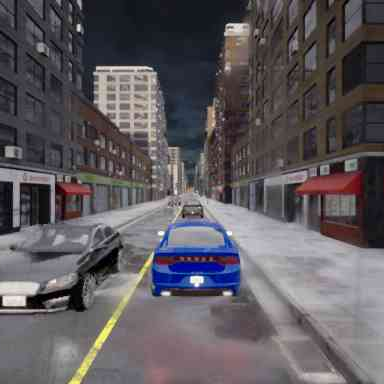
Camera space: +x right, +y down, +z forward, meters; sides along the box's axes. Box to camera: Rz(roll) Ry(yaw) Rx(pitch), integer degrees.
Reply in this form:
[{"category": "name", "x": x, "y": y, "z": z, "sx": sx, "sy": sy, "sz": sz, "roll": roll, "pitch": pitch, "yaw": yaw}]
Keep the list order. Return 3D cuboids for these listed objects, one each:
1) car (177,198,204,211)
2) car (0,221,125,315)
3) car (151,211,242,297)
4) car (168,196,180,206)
[{"category": "car", "x": 0.061, "y": 1.500, "z": 29.770, "sx": 2.128, "sy": 1.511, "sz": 4.902, "roll": 0, "pitch": 0, "yaw": 0}, {"category": "car", "x": -2.861, "y": 1.492, "z": 7.812, "sx": 2.128, "sy": 1.511, "sz": 4.902, "roll": 0, "pitch": 0, "yaw": 0}, {"category": "car", "x": 0.088, "y": 1.479, "z": 8.641, "sx": 1.882, "sy": 1.535, "sz": 5.008, "roll": 0, "pitch": 0, "yaw": 0}, {"category": "car", "x": -2.824, "y": 1.384, "z": 54.719, "sx": 2.097, "sy": 1.767, "sz": 4.553, "roll": 0, "pitch": 0, "yaw": 0}]
